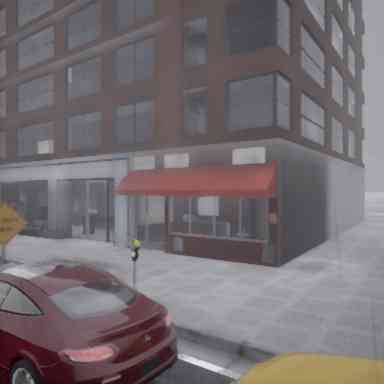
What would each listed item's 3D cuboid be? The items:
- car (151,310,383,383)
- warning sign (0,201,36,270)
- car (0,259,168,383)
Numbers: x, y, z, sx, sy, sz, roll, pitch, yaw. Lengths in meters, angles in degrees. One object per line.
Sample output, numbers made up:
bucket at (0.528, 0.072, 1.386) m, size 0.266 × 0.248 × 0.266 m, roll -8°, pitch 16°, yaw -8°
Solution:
car at (2.232, 1.515, 1.479) m, size 4.829 × 1.417 × 1.752 m, roll -1°, pitch 0°, yaw 36°
warning sign at (-5.471, 1.211, 9.714) m, size 1.060 × 1.860 × 1.300 m, roll 0°, pitch -1°, yaw 36°
car at (-2.110, 1.623, 4.579) m, size 4.206 × 1.307 × 1.802 m, roll -1°, pitch 0°, yaw 36°
